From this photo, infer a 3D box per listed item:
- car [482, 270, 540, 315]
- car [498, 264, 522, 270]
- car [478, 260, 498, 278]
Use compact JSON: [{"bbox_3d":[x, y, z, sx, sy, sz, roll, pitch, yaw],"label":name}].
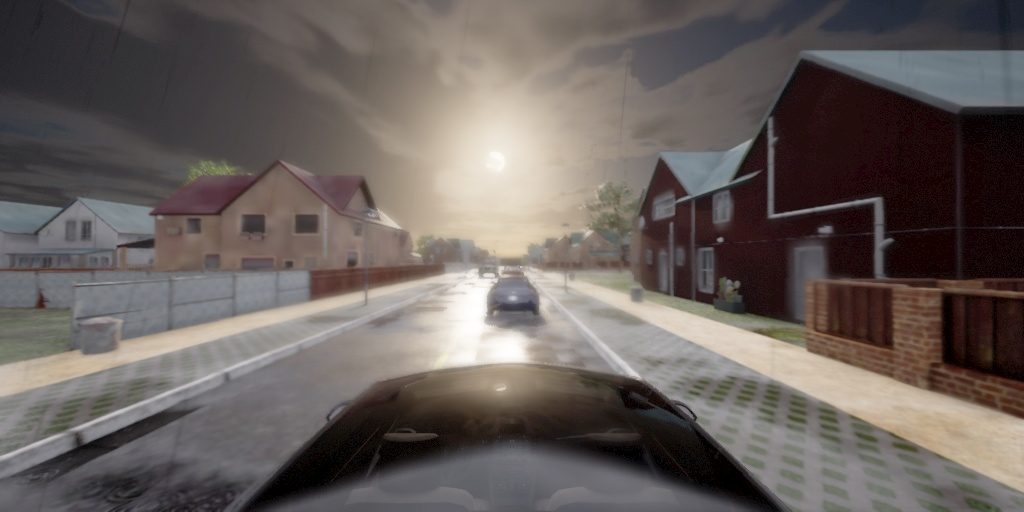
[{"bbox_3d":[0.051,1.450,14.384,1.994,1.385,4.181,0,-1,0],"label":"car"},{"bbox_3d":[0.057,1.574,30.100,1.882,1.535,5.008,0,-1,0],"label":"car"},{"bbox_3d":[-2.775,1.522,43.267,2.150,2.045,5.566,0,-1,1],"label":"car"}]
